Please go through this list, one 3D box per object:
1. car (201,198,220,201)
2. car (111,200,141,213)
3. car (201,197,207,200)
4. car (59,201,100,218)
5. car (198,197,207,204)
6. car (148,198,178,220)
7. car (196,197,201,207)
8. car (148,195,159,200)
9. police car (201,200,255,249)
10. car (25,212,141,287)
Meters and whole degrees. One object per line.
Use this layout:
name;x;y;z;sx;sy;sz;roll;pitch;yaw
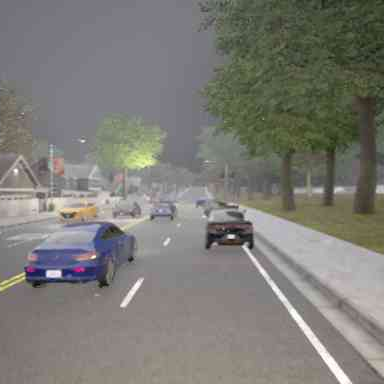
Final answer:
car;1.780;1.414;24.356;1.837;1.490;4.892;0;0;2
car;-5.638;1.478;29.246;1.812;1.442;4.674;0;0;2
car;1.966;1.400;30.355;1.837;1.490;4.892;0;0;2
car;-8.973;1.459;26.779;1.882;1.535;5.008;0;0;2
car;2.163;1.683;68.223;1.895;1.301;4.718;0;-1;2
car;-2.254;1.478;27.304;2.033;1.411;5.357;0;0;2
car;1.565;1.421;48.718;1.882;1.535;5.008;0;0;2
car;-7.618;1.539;67.601;2.097;1.767;4.553;0;-1;2
police car;1.475;1.378;14.470;1.930;1.638;5.238;0;0;2
car;-2.811;1.532;9.237;1.812;1.442;4.674;0;0;2
